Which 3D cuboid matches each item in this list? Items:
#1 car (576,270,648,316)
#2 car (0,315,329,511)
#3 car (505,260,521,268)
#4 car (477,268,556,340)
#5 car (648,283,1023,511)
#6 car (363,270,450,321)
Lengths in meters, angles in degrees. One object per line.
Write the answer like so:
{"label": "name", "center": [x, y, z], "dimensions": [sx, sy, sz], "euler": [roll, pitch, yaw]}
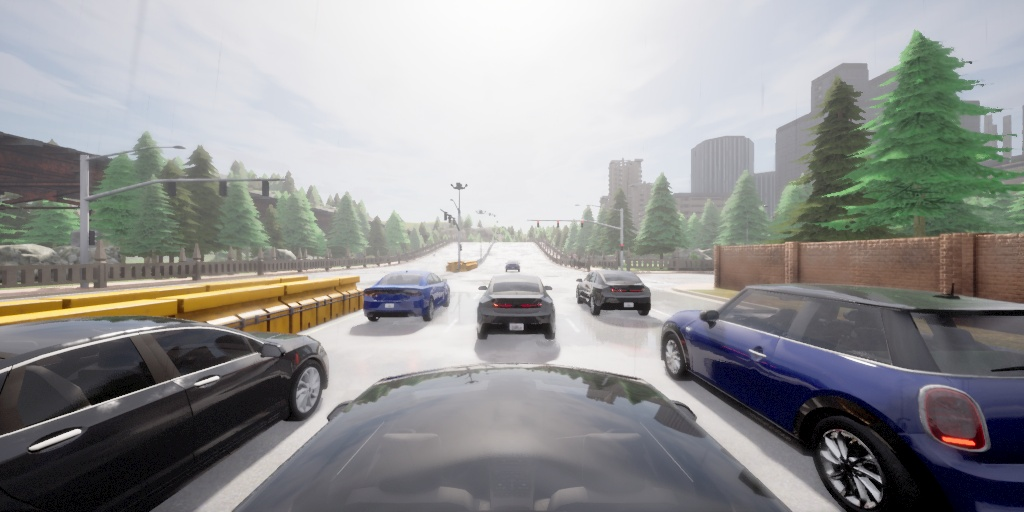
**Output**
{"label": "car", "center": [3.619, 1.255, 13.436], "dimensions": [1.837, 1.490, 4.892], "euler": [0, 0, 1]}
{"label": "car", "center": [-3.400, 1.255, 2.934], "dimensions": [1.837, 1.490, 4.892], "euler": [0, 0, 0]}
{"label": "car", "center": [0.086, 1.276, 46.258], "dimensions": [1.812, 1.442, 4.674], "euler": [0, 0, 0]}
{"label": "car", "center": [0.099, 1.255, 10.003], "dimensions": [1.837, 1.490, 4.892], "euler": [0, 0, 0]}
{"label": "car", "center": [3.602, 1.102, 4.352], "dimensions": [2.097, 1.767, 4.553], "euler": [0, 0, 0]}
{"label": "car", "center": [-3.399, 1.228, 12.427], "dimensions": [1.882, 1.535, 5.008], "euler": [0, 0, 0]}
